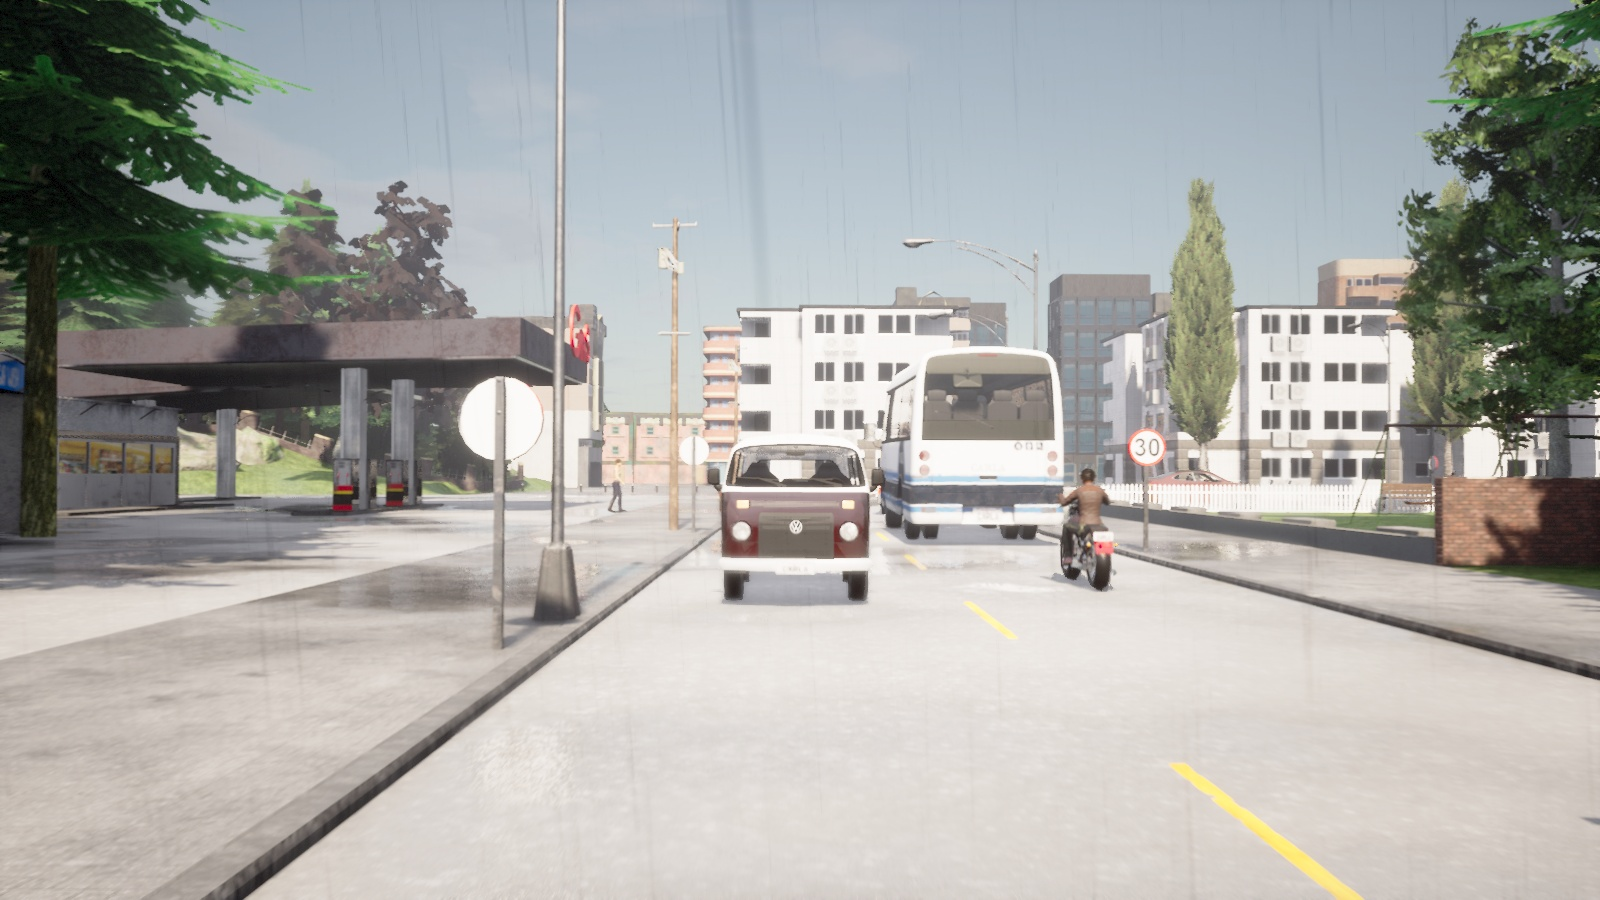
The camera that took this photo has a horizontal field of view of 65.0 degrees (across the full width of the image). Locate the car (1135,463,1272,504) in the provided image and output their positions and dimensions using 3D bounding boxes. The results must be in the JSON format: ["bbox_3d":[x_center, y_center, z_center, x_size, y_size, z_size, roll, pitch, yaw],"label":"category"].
[{"bbox_3d":[16.804,1.378,52.512,5.027,1.651,2.152,0,-1,-1],"label":"car"}]

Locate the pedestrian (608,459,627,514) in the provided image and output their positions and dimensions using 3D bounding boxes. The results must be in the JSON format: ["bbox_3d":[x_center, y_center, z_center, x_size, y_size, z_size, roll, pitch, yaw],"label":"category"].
[{"bbox_3d":[-6.222,1.245,42.842,0.594,1.836,0.345,0,-1,2],"label":"pedestrian"}]

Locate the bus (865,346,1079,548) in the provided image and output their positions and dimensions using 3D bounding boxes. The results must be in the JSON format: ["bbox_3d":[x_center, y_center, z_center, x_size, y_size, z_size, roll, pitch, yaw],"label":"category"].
[{"bbox_3d":[3.896,-0.064,31.661,3.944,4.253,10.273,0,0,0],"label":"bus"}]

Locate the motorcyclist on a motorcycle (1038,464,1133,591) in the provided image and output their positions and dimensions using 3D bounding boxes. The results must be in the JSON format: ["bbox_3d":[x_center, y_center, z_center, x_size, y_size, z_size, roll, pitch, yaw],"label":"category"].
[{"bbox_3d":[3.946,1.033,17.536,0.766,1.649,2.350,0,-1,0],"label":"motorcyclist on a motorcycle"}]

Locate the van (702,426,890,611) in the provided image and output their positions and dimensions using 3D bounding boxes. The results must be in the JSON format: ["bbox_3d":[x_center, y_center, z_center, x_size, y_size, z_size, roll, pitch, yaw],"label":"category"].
[{"bbox_3d":[-0.051,0.800,16.122,2.069,2.038,4.480,0,-1,0],"label":"van"}]
